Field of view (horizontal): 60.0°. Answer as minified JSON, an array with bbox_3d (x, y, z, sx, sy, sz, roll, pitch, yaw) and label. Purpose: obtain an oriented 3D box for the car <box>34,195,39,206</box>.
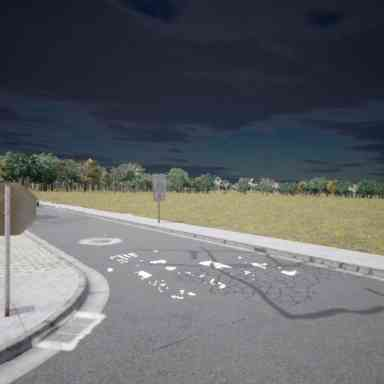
[{"bbox_3d":[-19.939,0.982,40.351,2.033,1.411,5.357,0,1,-36],"label":"car"}]
